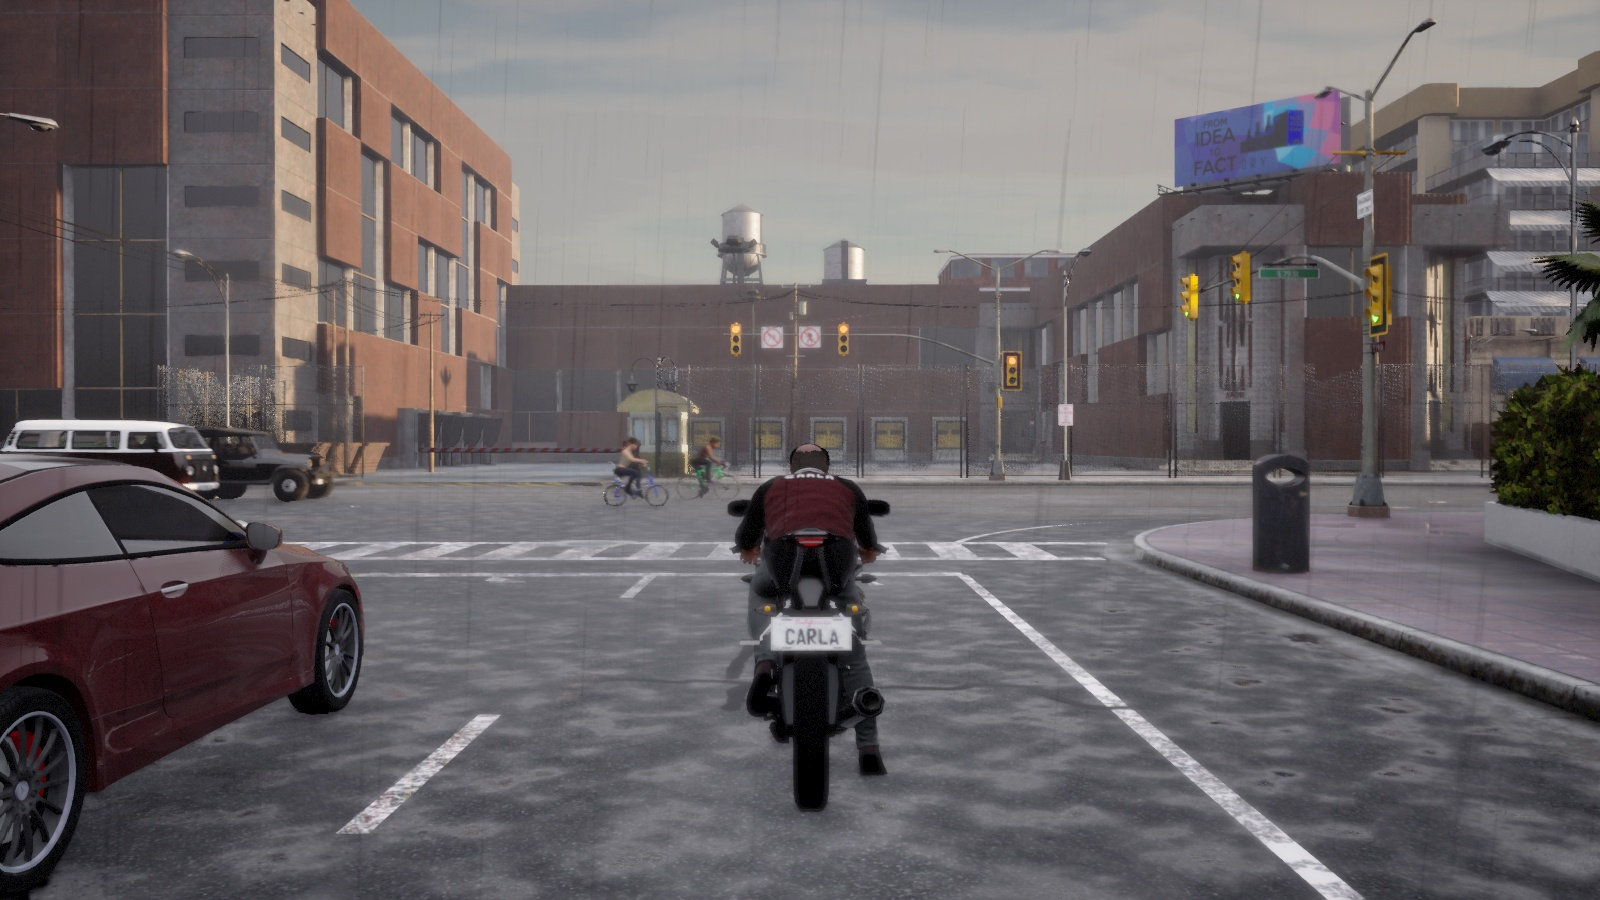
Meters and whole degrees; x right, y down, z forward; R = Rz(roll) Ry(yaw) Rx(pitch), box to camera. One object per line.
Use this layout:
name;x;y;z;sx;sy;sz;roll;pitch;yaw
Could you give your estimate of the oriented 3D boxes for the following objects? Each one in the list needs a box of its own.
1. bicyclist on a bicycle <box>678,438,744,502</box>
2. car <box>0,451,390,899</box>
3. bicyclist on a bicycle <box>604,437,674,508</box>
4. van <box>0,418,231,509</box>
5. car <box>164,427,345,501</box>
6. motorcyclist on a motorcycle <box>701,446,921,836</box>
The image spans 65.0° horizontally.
bicyclist on a bicycle;-2.296;0.514;32.407;1.656;1.620;0.582;0;0;1
car;-3.445;0.739;5.441;1.812;1.442;4.674;0;0;0
bicyclist on a bicycle;-3.695;0.517;28.920;1.509;1.612;0.866;0;0;0
van;-15.901;0.293;29.089;4.480;2.038;2.069;0;0;1
car;-14.081;0.347;32.565;3.866;1.878;1.905;0;0;1
motorcyclist on a motorcycle;0.045;0.747;6.037;0.866;1.530;2.191;0;0;0
